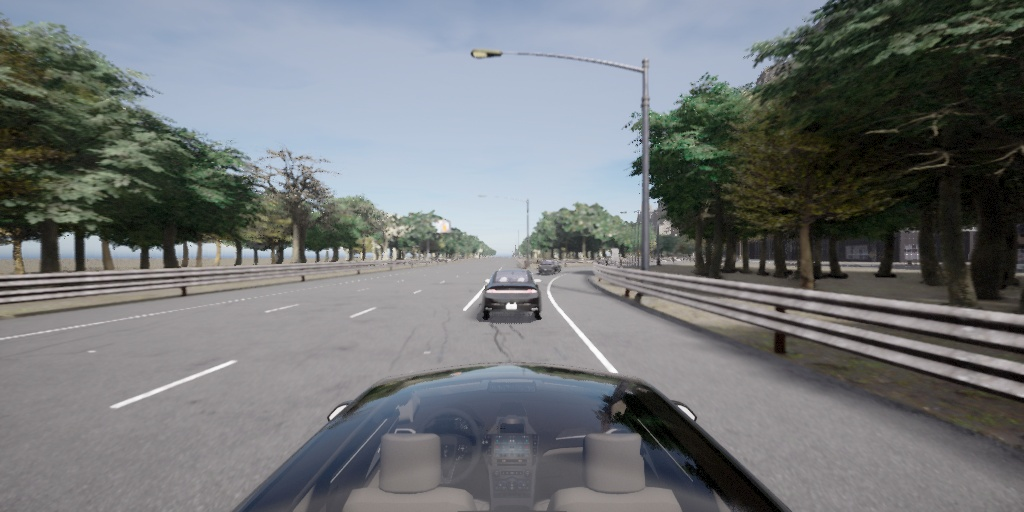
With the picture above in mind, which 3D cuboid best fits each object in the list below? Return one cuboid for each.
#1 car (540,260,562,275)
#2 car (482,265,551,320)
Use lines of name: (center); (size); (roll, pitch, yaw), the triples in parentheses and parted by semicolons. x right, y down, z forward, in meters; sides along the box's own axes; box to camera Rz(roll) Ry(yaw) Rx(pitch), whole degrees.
car: (4.228, 1.208, 39.189); (2.128, 1.511, 4.902); (0, 0, 18)
car: (0.032, 1.232, 12.644); (2.128, 1.511, 4.902); (0, 0, 1)
